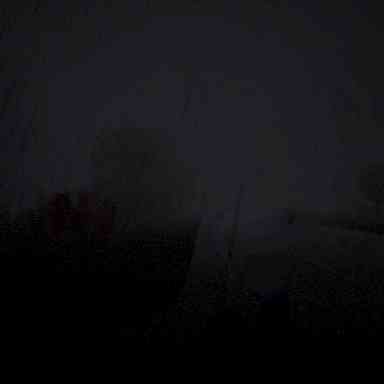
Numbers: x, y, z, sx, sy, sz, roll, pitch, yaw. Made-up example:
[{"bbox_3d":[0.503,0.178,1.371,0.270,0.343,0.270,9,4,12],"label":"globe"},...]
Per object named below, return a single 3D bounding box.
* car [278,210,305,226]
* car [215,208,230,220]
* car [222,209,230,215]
[{"bbox_3d":[11.187,2.857,37.619,2.097,1.767,4.553,-1,-3,2],"label":"car"},{"bbox_3d":[5.211,4.043,60.495,2.097,1.767,4.553,-1,-3,3],"label":"car"},{"bbox_3d":[9.735,5.683,94.227,1.994,1.385,4.181,-2,-3,7],"label":"car"}]
